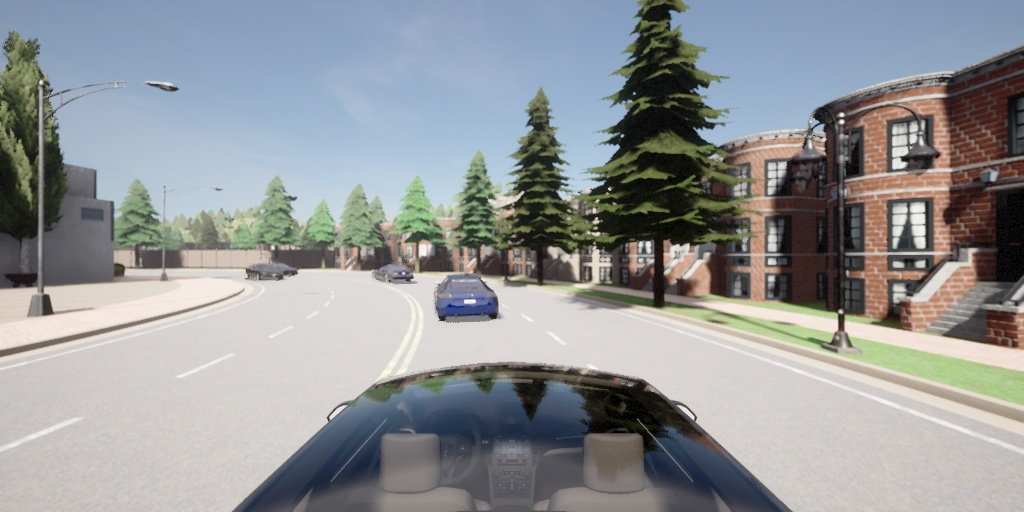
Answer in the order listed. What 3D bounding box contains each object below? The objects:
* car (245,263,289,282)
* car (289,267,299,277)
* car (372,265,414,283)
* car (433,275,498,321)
[{"bbox_3d":[-21.620,1.389,31.247,4.892,1.490,1.837,0,-1,39],"label":"car"},{"bbox_3d":[-24.824,1.461,37.883,5.357,1.411,2.033,0,0,31],"label":"car"},{"bbox_3d":[-9.802,1.416,29.342,2.033,1.411,5.357,0,0,-38],"label":"car"},{"bbox_3d":[-1.785,1.361,12.905,1.994,1.385,4.181,0,0,-14],"label":"car"}]
